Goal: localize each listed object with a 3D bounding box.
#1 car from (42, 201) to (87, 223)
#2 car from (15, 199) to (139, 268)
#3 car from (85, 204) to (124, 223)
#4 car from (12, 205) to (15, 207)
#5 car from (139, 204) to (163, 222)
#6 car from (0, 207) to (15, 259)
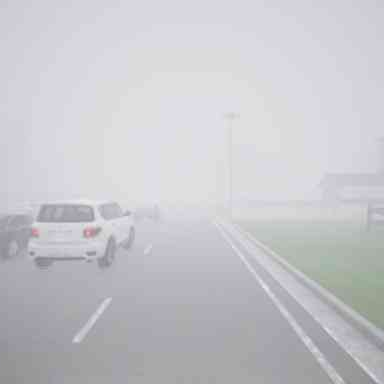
[{"bbox_3d":[-10.463,1.572,27.661,1.837,1.490,4.892,0,0,1],"label":"car"},{"bbox_3d":[-3.471,1.250,11.491,2.150,2.045,5.566,0,0,0],"label":"car"},{"bbox_3d":[-6.970,1.665,27.031,1.895,1.301,4.718,0,0,1],"label":"car"},{"bbox_3d":[-13.958,1.592,28.303,1.812,1.442,4.674,0,0,0],"label":"car"},{"bbox_3d":[-3.470,1.665,27.032,1.895,1.301,4.718,0,0,1],"label":"car"},{"bbox_3d":[-6.959,1.536,12.662,1.837,1.490,4.892,0,0,1],"label":"car"}]
